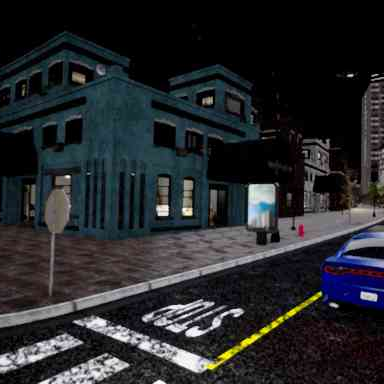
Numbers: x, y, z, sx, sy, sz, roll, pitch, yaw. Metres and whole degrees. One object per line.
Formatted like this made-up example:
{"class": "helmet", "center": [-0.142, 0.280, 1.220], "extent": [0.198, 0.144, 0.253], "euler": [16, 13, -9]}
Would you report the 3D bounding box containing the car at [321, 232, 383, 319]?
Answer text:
{"class": "car", "center": [4.480, 1.645, 7.443], "extent": [1.882, 1.535, 5.008], "euler": [0, -2, 39]}
